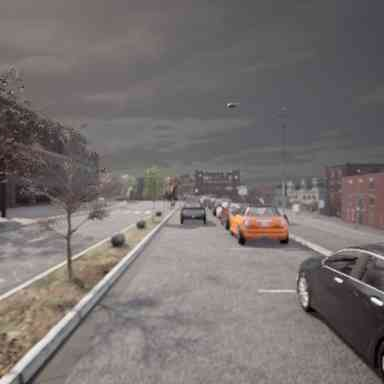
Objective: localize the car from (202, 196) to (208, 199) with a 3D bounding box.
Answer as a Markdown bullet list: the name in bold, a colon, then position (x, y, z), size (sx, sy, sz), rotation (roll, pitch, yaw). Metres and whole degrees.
- **car**: position (2.993, 1.507, 48.950), size (2.231, 1.521, 4.892), rotation (0, 0, 0)

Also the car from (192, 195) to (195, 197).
- **car**: position (1.805, 1.702, 71.260), size (2.163, 1.488, 4.792), rotation (0, 0, -5)

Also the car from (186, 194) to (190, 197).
- **car**: position (0.535, 1.759, 82.127), size (2.231, 1.521, 4.892), rotation (0, 0, -7)

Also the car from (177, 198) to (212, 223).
- **car**: position (0.101, 1.478, 24.916), size (2.128, 1.511, 4.902), rotation (0, 0, 0)

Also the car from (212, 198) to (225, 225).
- **car**: position (2.999, 1.508, 26.996), size (2.002, 1.452, 4.674), rotation (0, 0, 0)

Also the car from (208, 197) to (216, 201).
- **car**: position (3.000, 1.348, 32.489), size (2.185, 1.767, 4.553), rotation (0, 0, 0)

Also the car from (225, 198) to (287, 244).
- **car**: position (2.999, 1.336, 15.799), size (2.185, 1.767, 4.553), rotation (0, 0, 0)

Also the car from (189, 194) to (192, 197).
- **car**: position (1.223, 1.754, 76.749), size (2.002, 1.452, 4.674), rotation (0, 0, -6)

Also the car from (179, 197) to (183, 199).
- **car**: position (-1.243, 1.655, 93.233), size (2.435, 2.045, 5.566), rotation (0, -1, -10)

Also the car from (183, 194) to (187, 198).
- **car**: position (-0.306, 1.696, 87.701), size (2.185, 1.767, 4.553), rotation (0, -1, -9)

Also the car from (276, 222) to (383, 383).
- **car**: position (2.999, 1.472, 4.782), size (2.231, 1.521, 4.892), rotation (0, 0, 0)
